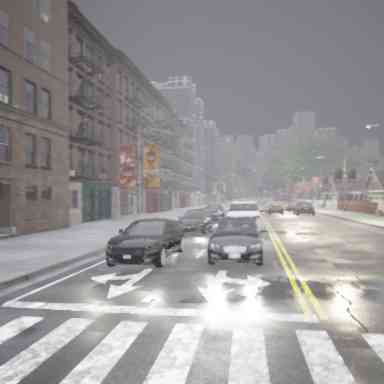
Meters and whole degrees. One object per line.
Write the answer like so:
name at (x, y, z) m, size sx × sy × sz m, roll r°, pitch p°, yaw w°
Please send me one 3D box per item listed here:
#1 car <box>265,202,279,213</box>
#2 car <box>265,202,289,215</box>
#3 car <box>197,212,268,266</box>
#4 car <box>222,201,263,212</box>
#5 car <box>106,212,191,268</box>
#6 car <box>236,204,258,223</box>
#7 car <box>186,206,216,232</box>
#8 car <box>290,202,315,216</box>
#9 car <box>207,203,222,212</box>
car at (12.263, 2.303, 51.106) m, size 1.882 × 1.535 × 5.008 m, roll -1°, pitch -1°, yaw 10°
car at (10.742, 2.177, 42.646) m, size 2.128 × 1.511 × 4.902 m, roll -1°, pitch -1°, yaw 11°
car at (1.745, 1.723, 12.573) m, size 2.128 × 1.511 × 4.902 m, roll -1°, pitch -1°, yaw 10°
car at (3.531, 1.618, 22.294) m, size 2.150 × 2.045 × 5.566 m, roll -1°, pitch -1°, yaw 10°
car at (-1.546, 1.759, 12.661) m, size 1.882 × 1.535 × 5.008 m, roll -1°, pitch -1°, yaw 10°
car at (5.445, 2.046, 32.554) m, size 1.882 × 1.535 × 5.008 m, roll -1°, pitch -1°, yaw 11°
car at (0.270, 1.953, 22.476) m, size 1.837 × 1.490 × 4.892 m, roll -1°, pitch -1°, yaw 10°
car at (13.630, 1.956, 40.620) m, size 2.097 × 1.767 × 4.553 m, roll -1°, pitch -1°, yaw 10°
car at (2.135, 1.969, 32.528) m, size 2.097 × 1.767 × 4.553 m, roll -1°, pitch -1°, yaw 11°
